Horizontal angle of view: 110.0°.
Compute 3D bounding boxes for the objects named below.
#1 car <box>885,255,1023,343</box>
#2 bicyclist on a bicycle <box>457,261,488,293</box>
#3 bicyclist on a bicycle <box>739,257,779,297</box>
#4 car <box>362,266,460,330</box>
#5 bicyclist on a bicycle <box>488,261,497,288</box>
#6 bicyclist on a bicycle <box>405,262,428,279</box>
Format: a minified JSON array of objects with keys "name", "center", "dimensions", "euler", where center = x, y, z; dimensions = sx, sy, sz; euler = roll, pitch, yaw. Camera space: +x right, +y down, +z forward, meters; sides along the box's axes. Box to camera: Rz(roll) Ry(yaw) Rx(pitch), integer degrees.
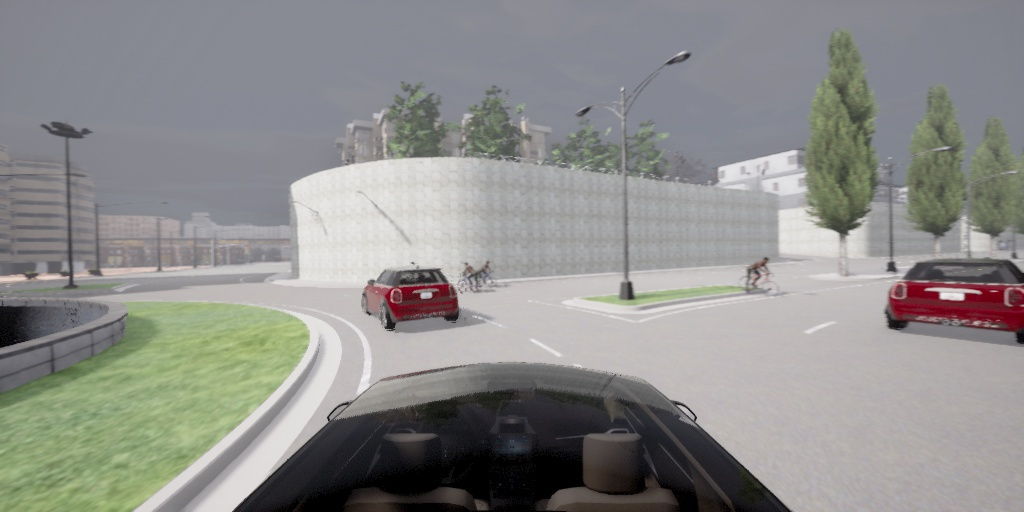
[{"name":"car","center":[11.076,0.821,8.707],"dimensions":[4.553,1.767,2.097],"euler":[-1,1,-32]},{"name":"bicyclist on a bicycle","center":[-2.244,1.139,18.740],"dimensions":[1.656,1.620,0.582],"euler":[-1,0,33]},{"name":"bicyclist on a bicycle","center":[10.419,0.828,15.075],"dimensions":[0.582,1.620,1.656],"euler":[-2,10,-24]},{"name":"car","center":[-3.436,1.110,11.597],"dimensions":[2.097,1.767,4.553],"euler":[-2,1,-31]},{"name":"bicyclist on a bicycle","center":[-1.553,1.106,21.502],"dimensions":[1.656,1.620,0.582],"euler":[-1,1,37]},{"name":"bicyclist on a bicycle","center":[-6.233,1.134,23.220],"dimensions":[1.656,1.620,0.582],"euler":[-10,19,-35]}]
